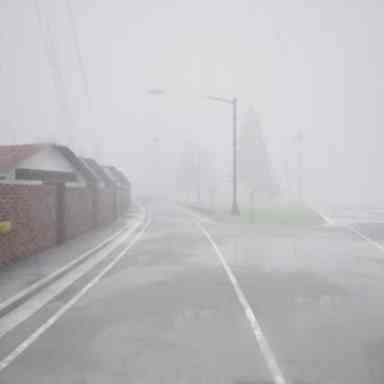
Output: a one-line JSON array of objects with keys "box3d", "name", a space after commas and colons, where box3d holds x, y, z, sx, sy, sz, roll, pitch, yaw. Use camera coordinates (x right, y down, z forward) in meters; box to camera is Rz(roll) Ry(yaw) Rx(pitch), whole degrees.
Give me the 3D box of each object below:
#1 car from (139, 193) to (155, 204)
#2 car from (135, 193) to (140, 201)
[{"box3d": [-8.348, 1.390, 63.658, 1.882, 1.535, 5.008, 0, 0, -16], "name": "car"}, {"box3d": [-11.217, 1.089, 73.337, 2.097, 1.767, 4.553, 0, 0, -19], "name": "car"}]
